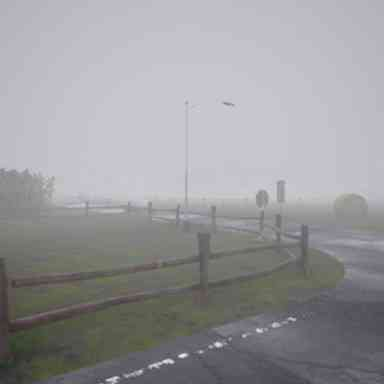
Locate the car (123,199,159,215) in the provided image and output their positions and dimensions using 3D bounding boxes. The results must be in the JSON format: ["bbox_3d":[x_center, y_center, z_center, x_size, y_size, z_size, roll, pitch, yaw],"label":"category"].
[{"bbox_3d":[-4.913,1.387,31.388,1.812,1.442,4.674,-1,1,-36],"label":"car"}]

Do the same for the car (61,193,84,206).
[{"bbox_3d":[-17.883,1.299,49.457,1.895,1.301,4.718,-1,1,-36],"label":"car"}]

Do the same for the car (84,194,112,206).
[{"bbox_3d":[-13.366,1.251,48.006,2.033,1.411,5.357,-1,1,-35],"label":"car"}]
